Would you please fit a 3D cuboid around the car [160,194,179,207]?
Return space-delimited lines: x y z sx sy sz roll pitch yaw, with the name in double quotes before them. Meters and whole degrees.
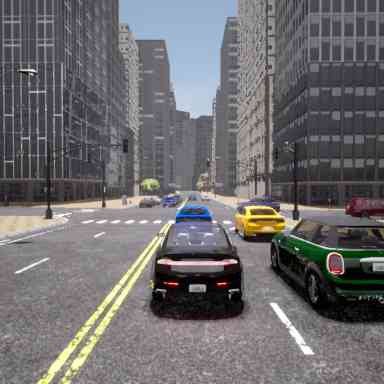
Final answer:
"car" -3.292 1.491 49.511 1.812 1.442 4.674 0 0 0

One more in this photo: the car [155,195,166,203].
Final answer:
"car" -6.443 1.448 67.990 1.837 1.490 4.892 0 0 0

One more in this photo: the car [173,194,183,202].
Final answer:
"car" -3.176 1.286 77.134 2.097 1.767 4.553 0 0 0

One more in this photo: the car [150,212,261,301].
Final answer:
"car" 0.105 1.488 8.310 2.128 1.511 4.902 0 0 0

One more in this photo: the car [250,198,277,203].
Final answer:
"car" 6.953 1.380 35.340 4.553 1.767 2.097 0 1 1

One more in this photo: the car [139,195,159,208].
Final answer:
"car" -6.538 1.513 49.082 2.033 1.411 5.357 0 0 0

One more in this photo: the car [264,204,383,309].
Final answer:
"car" 3.357 1.348 8.022 2.097 1.767 4.553 0 0 0

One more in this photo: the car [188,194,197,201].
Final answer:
"car" 0.079 1.273 80.587 2.097 1.767 4.553 0 0 0

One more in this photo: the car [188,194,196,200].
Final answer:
"car" 0.088 1.267 90.620 2.128 1.511 4.902 0 0 0

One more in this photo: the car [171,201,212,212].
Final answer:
"car" 0.120 1.468 17.815 1.882 1.535 5.008 0 0 1

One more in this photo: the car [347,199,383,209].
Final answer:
"car" 16.229 1.519 29.396 5.009 1.841 2.192 1 0 1

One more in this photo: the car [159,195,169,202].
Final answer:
"car" -6.425 1.482 77.969 1.994 1.385 4.181 0 0 0

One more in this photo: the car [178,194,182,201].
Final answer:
"car" -3.269 1.519 58.255 1.994 1.385 4.181 0 0 1

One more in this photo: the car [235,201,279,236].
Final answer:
"car" 3.365 1.469 17.201 1.882 1.535 5.008 0 0 0

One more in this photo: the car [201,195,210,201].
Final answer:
"car" 3.329 1.513 80.644 1.895 1.301 4.718 0 0 0

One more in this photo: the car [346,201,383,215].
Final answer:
"car" 18.880 1.696 35.133 4.181 1.385 1.994 0 1 1

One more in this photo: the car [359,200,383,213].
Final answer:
"car" 21.846 1.643 37.677 4.829 1.417 1.752 1 0 1

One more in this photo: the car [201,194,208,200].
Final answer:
"car" 3.339 1.337 90.646 1.895 1.301 4.718 0 0 0
